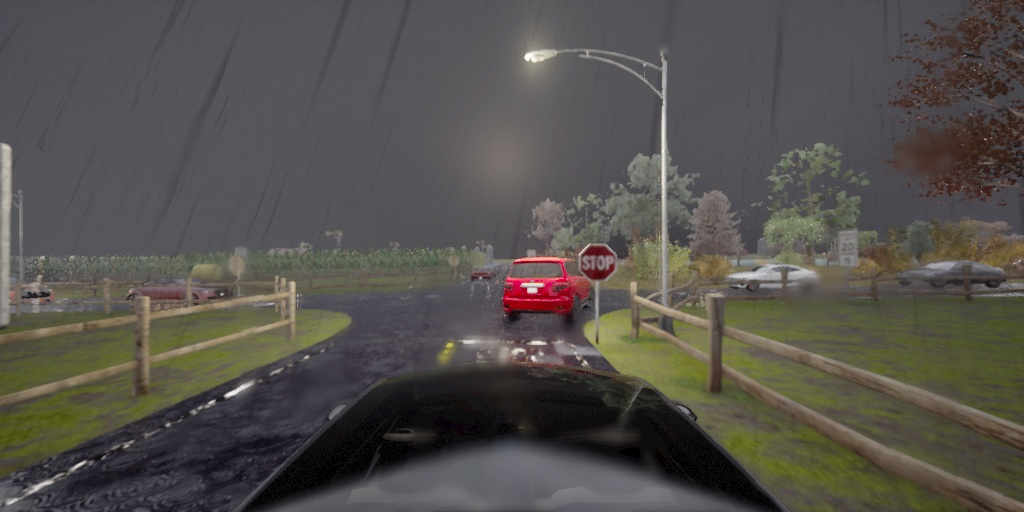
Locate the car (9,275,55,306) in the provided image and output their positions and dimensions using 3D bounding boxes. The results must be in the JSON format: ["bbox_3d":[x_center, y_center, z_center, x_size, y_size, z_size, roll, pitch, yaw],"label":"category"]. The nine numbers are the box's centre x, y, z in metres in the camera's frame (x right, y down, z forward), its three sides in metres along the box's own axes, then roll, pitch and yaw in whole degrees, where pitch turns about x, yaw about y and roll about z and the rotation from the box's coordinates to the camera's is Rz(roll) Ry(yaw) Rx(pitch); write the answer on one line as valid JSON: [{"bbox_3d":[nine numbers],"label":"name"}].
[{"bbox_3d":[-26.131,1.729,17.998,4.553,1.767,2.097,-1,0,1],"label":"car"}]

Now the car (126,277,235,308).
[{"bbox_3d":[-16.342,1.757,17.807,4.181,1.385,1.994,-1,0,0],"label":"car"}]

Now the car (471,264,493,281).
[{"bbox_3d":[-2.841,1.696,34.551,1.895,1.301,4.718,0,-1,0],"label":"car"}]

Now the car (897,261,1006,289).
[{"bbox_3d":[24.421,1.004,19.997,4.674,1.442,1.812,-1,0,1],"label":"car"}]

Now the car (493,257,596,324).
[{"bbox_3d":[1.495,1.079,12.771,2.150,2.045,5.566,-2,-1,20],"label":"car"}]

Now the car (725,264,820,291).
[{"bbox_3d":[14.553,1.178,20.183,4.674,1.442,1.812,-1,0,1],"label":"car"}]

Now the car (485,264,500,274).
[{"bbox_3d":[-2.844,1.871,53.550,1.994,1.385,4.181,0,-1,0],"label":"car"}]
